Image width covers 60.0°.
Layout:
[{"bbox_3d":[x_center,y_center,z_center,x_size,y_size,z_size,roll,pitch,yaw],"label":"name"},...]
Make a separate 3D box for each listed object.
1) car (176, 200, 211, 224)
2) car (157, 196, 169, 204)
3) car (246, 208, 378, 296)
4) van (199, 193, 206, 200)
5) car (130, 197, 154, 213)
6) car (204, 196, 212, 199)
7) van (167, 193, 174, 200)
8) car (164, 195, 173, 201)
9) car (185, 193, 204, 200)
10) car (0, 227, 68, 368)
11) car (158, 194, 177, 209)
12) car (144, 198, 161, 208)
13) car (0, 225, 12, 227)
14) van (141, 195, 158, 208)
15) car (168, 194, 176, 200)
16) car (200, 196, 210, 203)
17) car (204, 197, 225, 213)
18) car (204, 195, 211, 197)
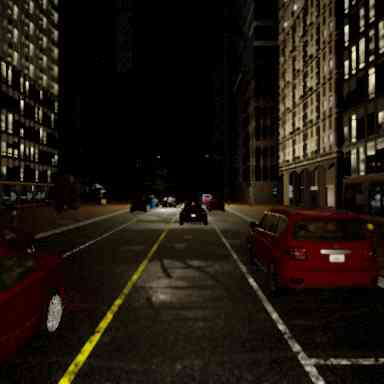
[{"bbox_3d":[0.105,1.556,24.412,1.994,1.385,4.181,0,0,0],"label":"car"},{"bbox_3d":[-5.678,1.523,65.247,1.947,1.339,4.313,0,0,0],"label":"car"},{"bbox_3d":[2.691,1.313,8.561,2.192,1.841,5.009,0,0,0],"label":"car"},{"bbox_3d":[2.707,1.265,87.918,1.690,1.788,3.998,0,0,0],"label":"van"},{"bbox_3d":[-5.684,1.553,36.904,1.947,1.339,4.313,0,0,0],"label":"car"},{"bbox_3d":[2.698,1.566,42.570,1.802,1.307,4.206,0,0,0],"label":"car"},{"bbox_3d":[-5.674,1.266,87.920,1.690,1.788,3.998,0,0,0],"label":"van"},{"bbox_3d":[-5.675,1.478,82.251,1.887,1.381,4.507,0,0,0],"label":"car"},{"bbox_3d":[0.107,1.337,41.885,2.097,1.767,4.553,0,0,0],"label":"car"},{"bbox_3d":[-3.101,1.477,3.811,1.882,1.535,5.008,0,0,0],"label":"car"},{"bbox_3d":[-3.078,1.473,45.330,2.128,1.511,4.902,0,0,0],"label":"car"},{"bbox_3d":[-5.682,1.546,48.242,1.947,1.339,4.313,0,0,0],"label":"car"},{"bbox_3d":[-5.689,1.543,8.563,1.887,1.381,4.507,0,0,0],"label":"car"},{"bbox_3d":[-5.683,1.325,42.572,1.690,1.788,3.998,0,0,0],"label":"van"},{"bbox_3d":[-5.673,1.356,93.588,1.967,1.590,4.097,0,0,0],"label":"car"},{"bbox_3d":[2.703,1.493,70.914,1.887,1.381,4.507,0,0,0],"label":"car"},{"bbox_3d":[2.696,1.531,36.902,1.887,1.381,4.507,0,0,0],"label":"car"},{"bbox_3d":[2.700,1.554,53.910,1.802,1.307,4.206,0,0,0],"label":"car"}]
